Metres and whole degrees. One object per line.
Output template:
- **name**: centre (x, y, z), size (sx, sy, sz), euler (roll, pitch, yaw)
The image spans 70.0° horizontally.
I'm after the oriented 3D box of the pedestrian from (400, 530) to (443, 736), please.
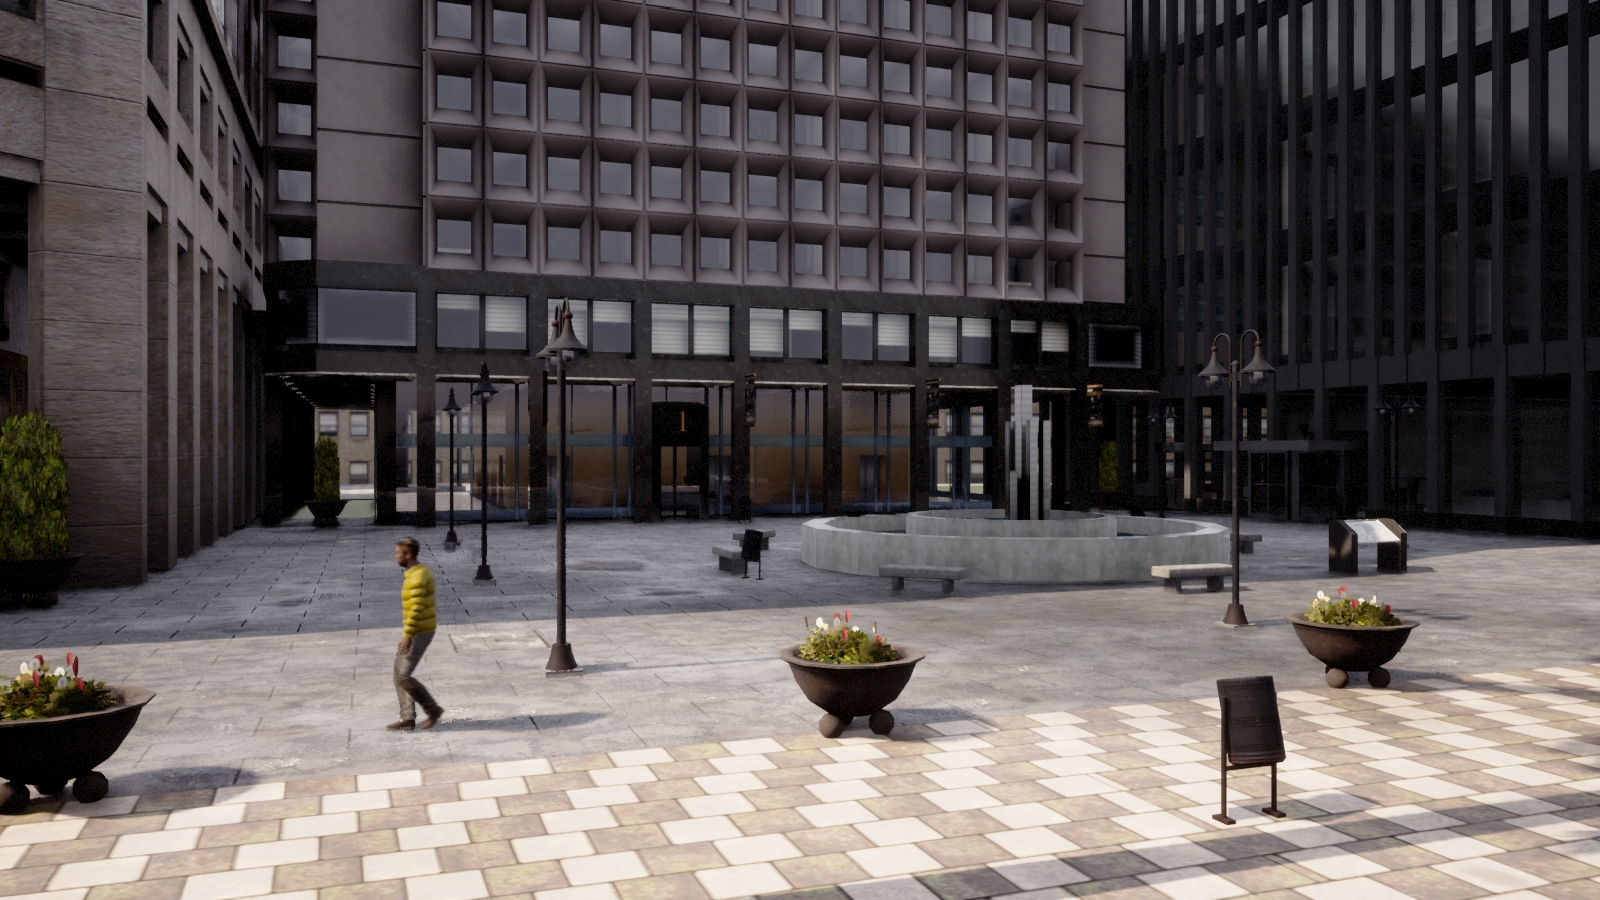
- **pedestrian**: centre (-3.562, 1.701, 10.752), size (0.375, 1.860, 0.375), euler (0, 0, -20)
